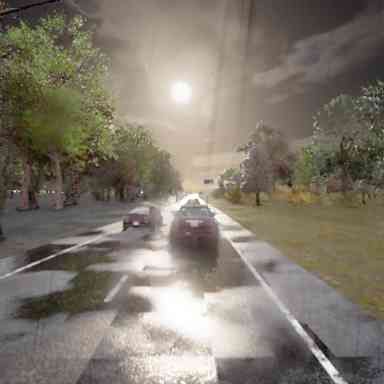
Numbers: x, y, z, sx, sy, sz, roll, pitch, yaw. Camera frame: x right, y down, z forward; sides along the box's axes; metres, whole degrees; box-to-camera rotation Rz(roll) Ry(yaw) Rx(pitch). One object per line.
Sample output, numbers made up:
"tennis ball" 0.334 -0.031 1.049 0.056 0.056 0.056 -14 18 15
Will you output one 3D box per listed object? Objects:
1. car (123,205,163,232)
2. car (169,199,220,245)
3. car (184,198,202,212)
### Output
"car" -2.893 1.502 20.047 1.812 1.442 4.674 0 0 2
"car" 0.104 1.333 15.552 2.097 1.767 4.553 0 0 0
"car" 0.108 1.504 39.065 2.033 1.411 5.357 0 0 0
